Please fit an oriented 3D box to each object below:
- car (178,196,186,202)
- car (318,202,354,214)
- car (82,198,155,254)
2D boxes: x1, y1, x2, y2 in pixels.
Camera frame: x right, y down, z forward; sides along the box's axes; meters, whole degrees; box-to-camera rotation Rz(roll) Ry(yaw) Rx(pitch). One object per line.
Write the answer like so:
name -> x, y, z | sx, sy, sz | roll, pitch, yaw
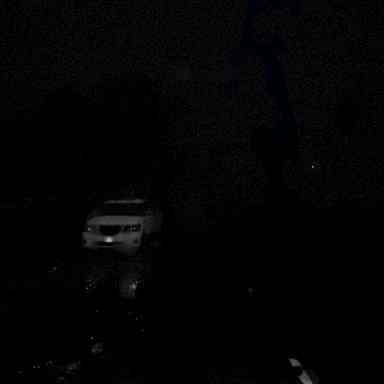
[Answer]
car -> -2.766, 1.935, 92.712 | 1.994, 1.385, 4.181 | 0, 0, 0
car -> 20.629, 2.192, 47.554 | 5.008, 1.535, 1.882 | 1, 1, 0
car -> -2.851, 1.307, 14.183 | 2.150, 2.045, 5.566 | 0, 0, 0
